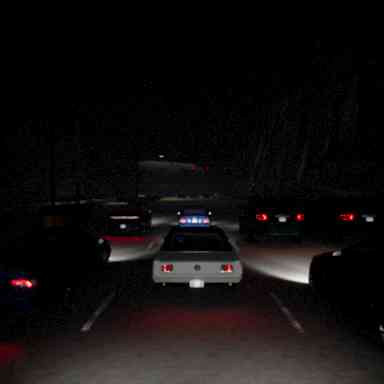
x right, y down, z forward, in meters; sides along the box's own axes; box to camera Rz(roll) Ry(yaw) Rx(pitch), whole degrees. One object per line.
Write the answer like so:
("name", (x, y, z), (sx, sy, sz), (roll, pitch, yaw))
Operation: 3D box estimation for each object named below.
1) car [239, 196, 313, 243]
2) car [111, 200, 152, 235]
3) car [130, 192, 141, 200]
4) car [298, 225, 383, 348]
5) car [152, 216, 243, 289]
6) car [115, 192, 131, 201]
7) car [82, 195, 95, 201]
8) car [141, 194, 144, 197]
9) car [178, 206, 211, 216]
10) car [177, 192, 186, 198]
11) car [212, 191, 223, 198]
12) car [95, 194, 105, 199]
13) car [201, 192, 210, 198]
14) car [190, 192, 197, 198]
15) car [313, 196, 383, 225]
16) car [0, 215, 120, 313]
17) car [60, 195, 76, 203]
("car", (3.621, 1.187, 15.946), (2.150, 2.045, 5.566), (0, 0, 0))
("car", (-3.367, 1.451, 18.610), (2.128, 1.511, 4.902), (0, 0, 0))
("car", (-13.762, 0.971, 76.125), (2.150, 2.045, 5.566), (0, 1, 1))
("car", (3.607, 1.551, 5.894), (1.994, 1.385, 4.181), (0, 0, 0))
("car", (0.113, 1.581, 9.037), (1.895, 1.301, 4.718), (0, 0, 0))
("car", (-13.861, 1.322, 65.697), (1.837, 1.490, 4.892), (0, 0, 0))
("car", (-24.266, 1.346, 75.785), (1.895, 1.301, 4.718), (0, 1, 1))
("car", (-13.649, 1.126, 87.621), (1.812, 1.442, 4.674), (0, 1, 1))
("car", (0.134, 1.506, 19.298), (2.033, 1.411, 5.357), (0, 0, 0))
("car", (-3.083, 0.967, 94.309), (1.882, 1.535, 5.008), (0, 1, 1))
("car", (7.417, 0.714, 94.239), (2.150, 2.045, 5.566), (0, 1, 1))
("car", (-24.154, 1.163, 87.162), (1.994, 1.385, 4.181), (0, 1, 1))
("car", (3.917, 1.015, 94.246), (2.128, 1.511, 4.902), (0, 1, 1))
("car", (0.421, 1.039, 94.657), (1.994, 1.385, 4.181), (0, 1, 1))
("car", (7.120, 1.187, 15.979), (2.150, 2.045, 5.566), (0, 0, 0))
("car", (-3.388, 1.530, 7.905), (2.033, 1.411, 5.357), (0, 0, 0))
("car", (-24.361, 1.311, 65.770), (1.882, 1.535, 5.008), (0, 0, 0))
